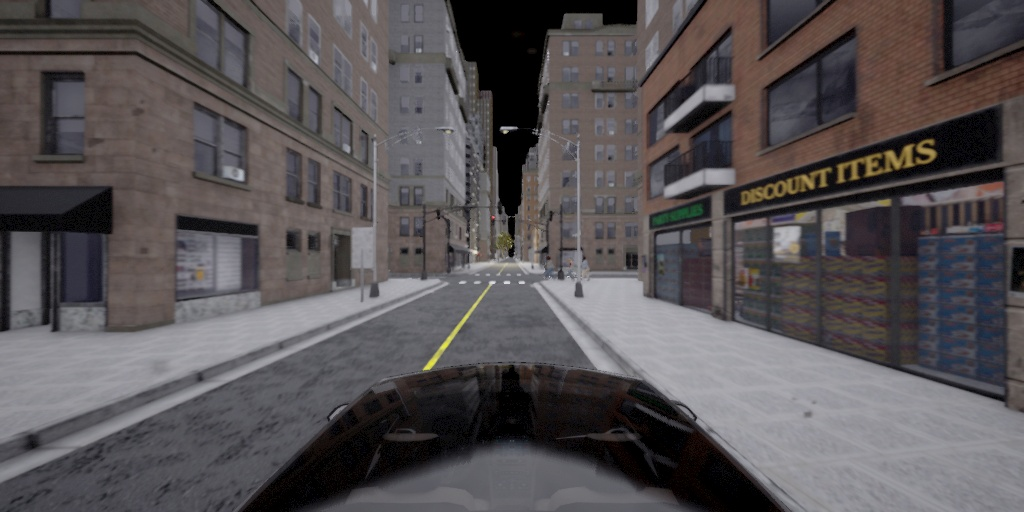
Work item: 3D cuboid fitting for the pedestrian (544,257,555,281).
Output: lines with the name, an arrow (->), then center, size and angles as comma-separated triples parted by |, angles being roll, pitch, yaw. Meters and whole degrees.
pedestrian -> 2.848, 0.919, 27.188 | 0.375, 1.860, 0.375 | 0, 0, 0

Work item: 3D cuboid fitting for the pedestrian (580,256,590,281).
pedestrian -> 5.465, 0.907, 26.588 | 0.375, 1.860, 0.375 | 0, 0, 0

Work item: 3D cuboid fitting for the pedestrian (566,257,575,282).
pedestrian -> 4.267, 0.918, 25.988 | 0.375, 1.860, 0.375 | 0, 0, 0
